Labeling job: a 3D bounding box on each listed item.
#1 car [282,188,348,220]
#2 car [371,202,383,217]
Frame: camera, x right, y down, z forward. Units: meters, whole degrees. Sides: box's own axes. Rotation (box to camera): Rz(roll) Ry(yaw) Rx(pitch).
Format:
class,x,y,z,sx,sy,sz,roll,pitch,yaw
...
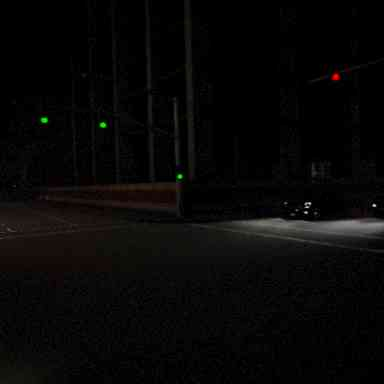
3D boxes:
class,x,y,z,sx,sy,sz,roll,pitch,yaw
car,7.770,0.684,20.939,4.553,1.767,2.097,-2,1,-35
car,12.922,0.802,20.244,4.718,1.301,1.895,-2,1,-35
